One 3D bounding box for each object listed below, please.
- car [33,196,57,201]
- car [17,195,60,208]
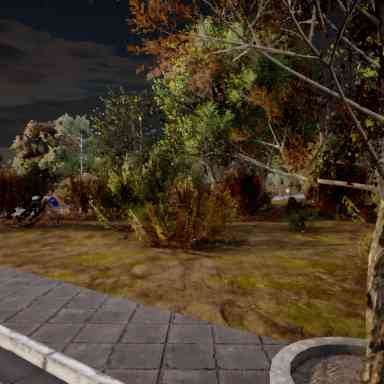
[{"bbox_3d":[-17.642,1.244,41.315,1.882,1.535,5.008,0,0,32],"label":"car"},{"bbox_3d":[-20.160,1.219,43.888,1.882,1.535,5.008,0,0,32],"label":"car"}]
